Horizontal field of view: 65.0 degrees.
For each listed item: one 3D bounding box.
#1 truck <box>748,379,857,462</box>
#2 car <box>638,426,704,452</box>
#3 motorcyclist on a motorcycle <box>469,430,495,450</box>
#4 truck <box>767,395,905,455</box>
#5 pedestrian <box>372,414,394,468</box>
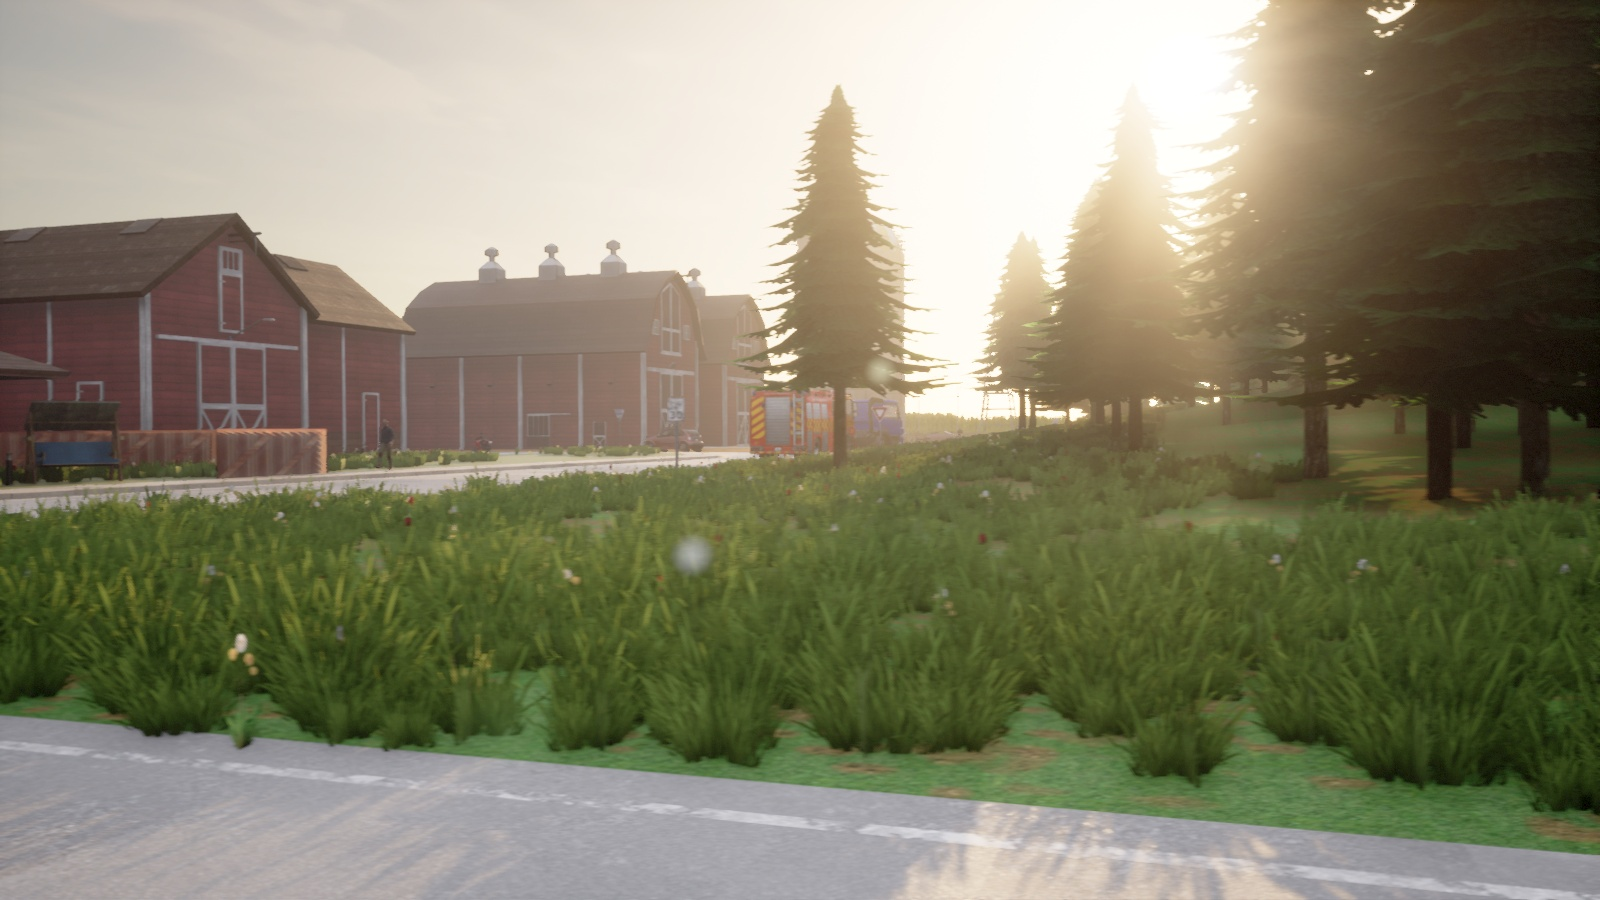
[{"bbox_3d":[0.287,-1.406,62.381,2.891,3.827,8.468,0,1,19],"label":"truck"},{"bbox_3d":[-8.523,-0.728,82.711,3.988,1.617,1.851,0,1,29],"label":"car"},{"bbox_3d":[-23.687,-0.745,93.439,2.044,1.523,0.797,0,1,38],"label":"motorcyclist on a motorcycle"},{"bbox_3d":[2.229,-1.448,75.957,7.936,3.462,2.891,0,1,-29],"label":"truck"},{"bbox_3d":[-14.528,-0.315,43.754,0.402,1.842,0.726,0,1,15],"label":"pedestrian"}]
